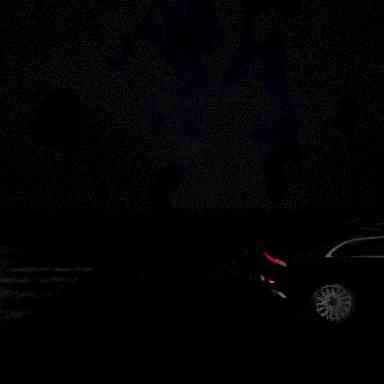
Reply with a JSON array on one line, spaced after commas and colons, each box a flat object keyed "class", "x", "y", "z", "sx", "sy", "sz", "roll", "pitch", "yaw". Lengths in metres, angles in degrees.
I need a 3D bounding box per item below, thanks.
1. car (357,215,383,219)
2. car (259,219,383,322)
[{"class": "car", "x": 5.322, "y": 1.416, "z": 9.423, "sx": 4.902, "sy": 1.511, "sz": 2.128, "roll": -1, "pitch": 0, "yaw": 1}, {"class": "car", "x": 3.811, "y": 1.445, "z": 6.501, "sx": 4.902, "sy": 1.511, "sz": 2.128, "roll": -1, "pitch": 0, "yaw": 1}]
